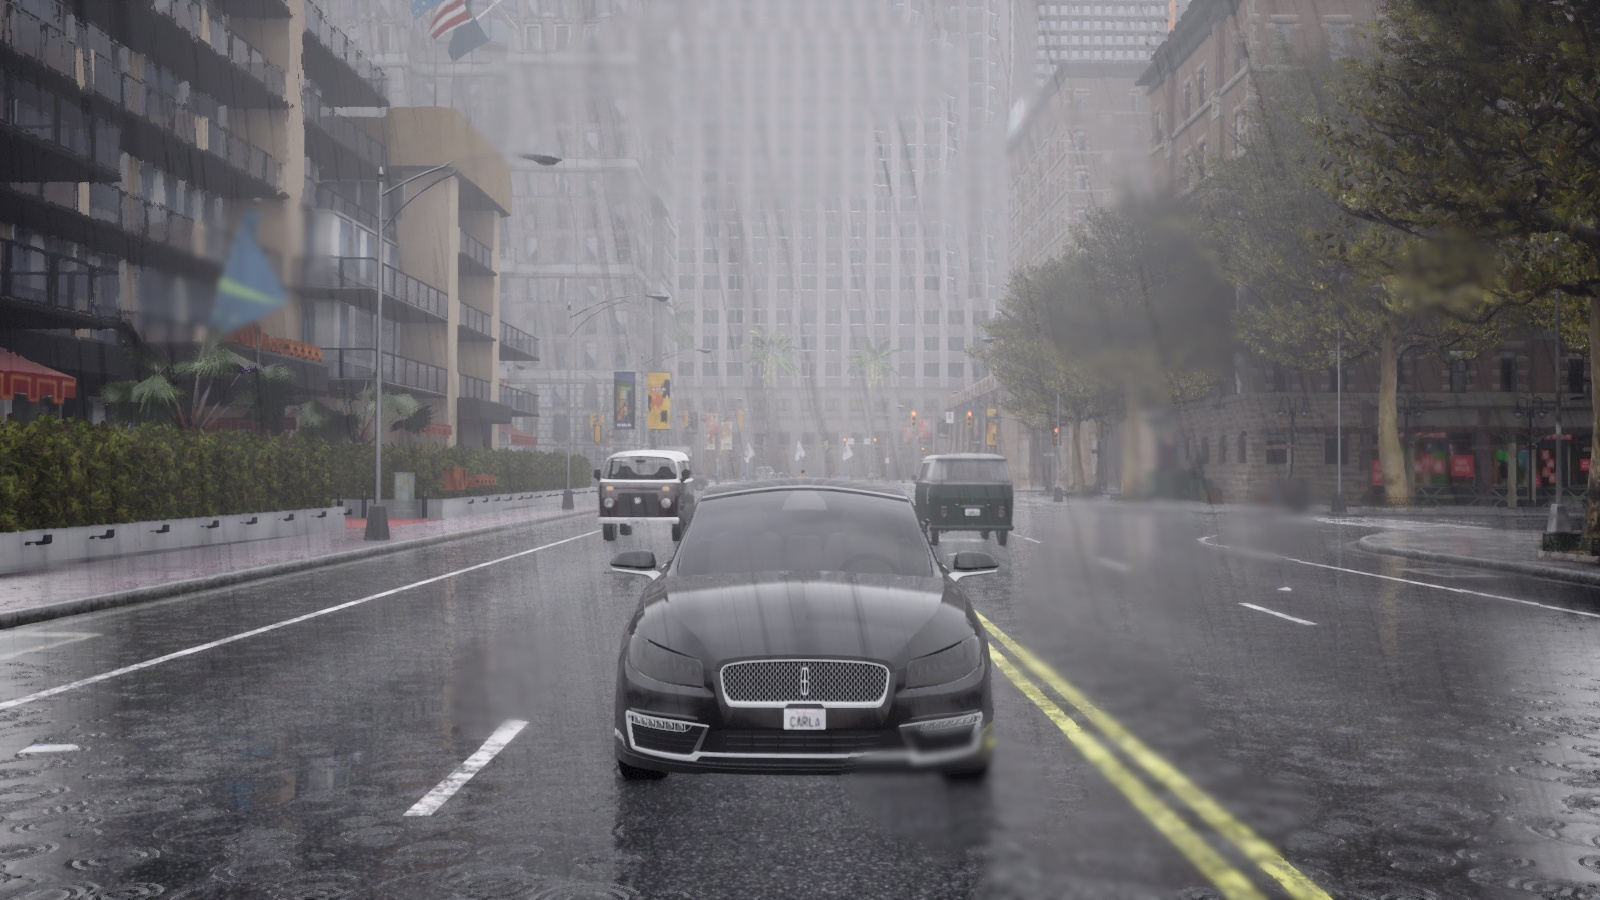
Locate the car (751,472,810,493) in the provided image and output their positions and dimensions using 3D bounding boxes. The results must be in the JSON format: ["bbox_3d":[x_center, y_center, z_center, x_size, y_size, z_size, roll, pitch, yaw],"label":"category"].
[{"bbox_3d":[-1.333,2.260,88.068,3.806,1.475,1.970,1,-1,-43],"label":"car"}]

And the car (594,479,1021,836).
[{"bbox_3d":[0.035,0.951,7.865,1.837,1.490,4.892,0,-1,0],"label":"car"}]

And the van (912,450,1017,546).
[{"bbox_3d":[3.582,1.024,28.109,1.775,1.987,4.442,0,-1,0],"label":"van"}]

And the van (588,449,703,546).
[{"bbox_3d":[-3.417,1.030,28.585,2.069,2.038,4.480,0,-1,0],"label":"van"}]

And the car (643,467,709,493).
[{"bbox_3d":[-9.331,2.259,94.953,4.605,1.855,1.932,0,-1,-36],"label":"car"}]
